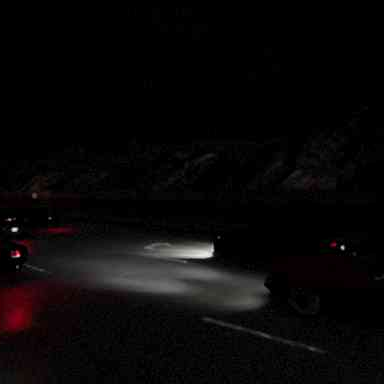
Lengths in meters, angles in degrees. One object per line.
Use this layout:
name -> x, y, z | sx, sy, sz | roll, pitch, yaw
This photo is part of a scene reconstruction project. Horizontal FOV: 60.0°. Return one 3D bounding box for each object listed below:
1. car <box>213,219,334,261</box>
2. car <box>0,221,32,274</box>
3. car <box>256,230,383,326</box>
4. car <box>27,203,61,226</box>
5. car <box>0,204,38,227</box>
car -> 2.779, 1.578, 10.836 | 4.181, 1.385, 1.994 | 0, 0, 38
car -> -6.571, 1.590, 9.359 | 4.718, 1.301, 1.895 | 0, 0, 40
car -> 3.728, 1.615, 5.708 | 4.718, 1.301, 1.895 | 0, 0, 36
car -> -10.679, 1.464, 22.401 | 5.008, 1.535, 1.882 | 0, 0, 42
car -> -10.069, 1.490, 17.134 | 4.892, 1.490, 1.837 | 0, 0, 42
